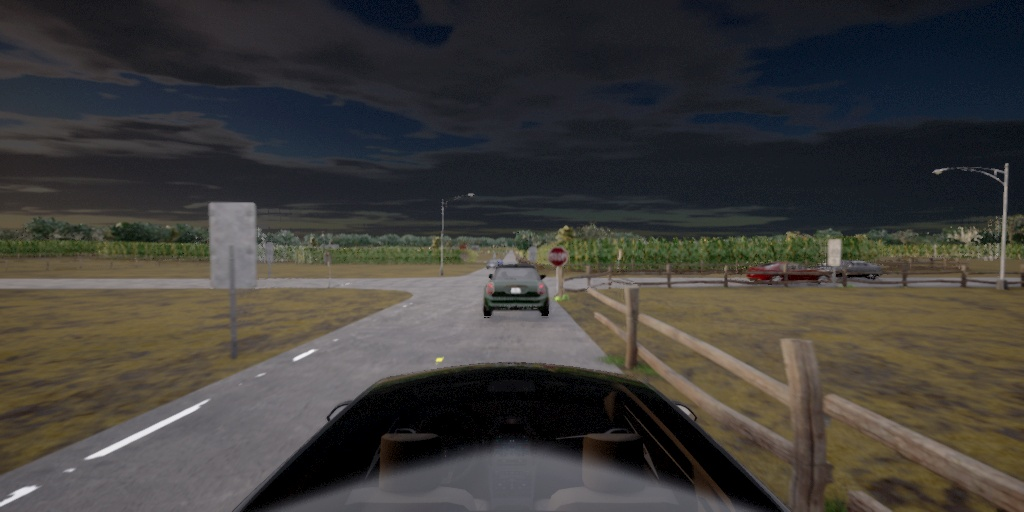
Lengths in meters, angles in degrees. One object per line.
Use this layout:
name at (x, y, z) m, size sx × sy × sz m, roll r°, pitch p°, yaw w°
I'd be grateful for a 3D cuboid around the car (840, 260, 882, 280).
car at (25.487, 1.067, 27.640) m, size 4.902 × 1.511 × 2.128 m, roll 0°, pitch 2°, yaw 0°

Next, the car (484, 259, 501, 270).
car at (-2.813, 1.224, 52.779) m, size 2.128 × 1.511 × 4.902 m, roll 0°, pitch 0°, yaw 0°

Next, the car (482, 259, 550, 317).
car at (0.179, 1.046, 12.996) m, size 2.097 × 1.767 × 4.553 m, roll 0°, pitch 0°, yaw 2°

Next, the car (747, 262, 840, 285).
car at (19.047, 1.150, 24.723) m, size 5.008 × 1.535 × 1.882 m, roll 0°, pitch 2°, yaw 0°
